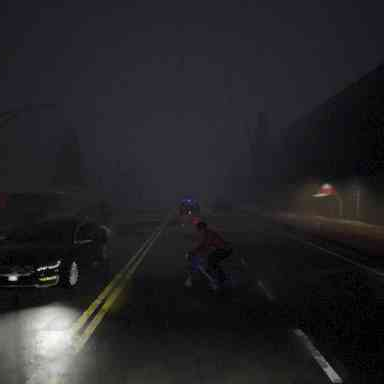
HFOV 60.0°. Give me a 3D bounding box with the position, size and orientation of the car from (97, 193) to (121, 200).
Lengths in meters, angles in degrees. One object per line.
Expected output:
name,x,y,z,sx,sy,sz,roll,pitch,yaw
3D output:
car,-22.376,1.153,89.538,4.605,1.855,1.932,0,0,-1

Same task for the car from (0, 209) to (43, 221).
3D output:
car,-7.220,1.477,13.399,1.882,1.535,5.008,0,0,-1

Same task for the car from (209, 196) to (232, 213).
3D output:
car,3.217,1.478,36.574,1.882,1.535,5.008,0,0,0

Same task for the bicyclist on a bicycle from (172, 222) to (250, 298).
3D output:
bicyclist on a bicycle,0.389,1.454,7.035,1.656,1.620,0.582,-2,0,-1

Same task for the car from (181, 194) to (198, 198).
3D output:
car,-0.347,1.221,44.446,2.150,2.045,5.566,0,0,0

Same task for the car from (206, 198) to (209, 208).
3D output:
car,3.079,1.352,47.291,2.097,1.767,4.553,0,0,0

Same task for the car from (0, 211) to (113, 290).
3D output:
car,-3.671,1.504,9.209,1.837,1.490,4.892,0,0,0

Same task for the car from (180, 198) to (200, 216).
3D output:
car,-0.224,1.601,33.030,1.895,1.301,4.718,0,0,-1

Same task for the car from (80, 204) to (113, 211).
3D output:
car,-7.242,1.564,24.957,1.994,1.385,4.181,0,0,-1
